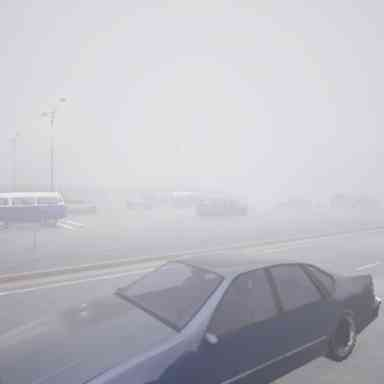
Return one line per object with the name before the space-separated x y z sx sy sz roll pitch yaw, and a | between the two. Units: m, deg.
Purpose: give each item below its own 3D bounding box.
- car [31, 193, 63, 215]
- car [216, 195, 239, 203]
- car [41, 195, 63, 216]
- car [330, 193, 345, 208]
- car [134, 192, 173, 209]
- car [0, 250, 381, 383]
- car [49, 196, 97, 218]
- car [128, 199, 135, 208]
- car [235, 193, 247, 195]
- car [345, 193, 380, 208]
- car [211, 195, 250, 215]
car | -14.523 1.145 36.222 4.605 1.855 1.932 0 0 -36
car | 6.680 1.351 62.384 3.806 1.475 1.970 0 0 -36
car | -12.889 1.355 34.093 3.905 1.438 1.784 0 0 -36
car | 20.068 1.111 44.277 3.866 1.878 1.905 0 0 -36
car | -5.698 1.128 49.630 4.605 1.855 1.932 0 0 -36
car | 0.425 1.545 4.334 5.357 1.411 2.033 0 0 -37
car | -11.171 1.386 31.763 3.806 1.475 1.970 0 0 -36
car | -7.365 1.339 51.999 3.905 1.438 1.784 0 0 -36
car | 8.389 1.112 60.047 3.866 1.878 1.905 0 0 -36
car | 21.743 1.108 41.916 4.605 1.855 1.932 0 0 -36
car | 4.406 1.369 36.086 3.806 1.475 1.970 0 0 -36
